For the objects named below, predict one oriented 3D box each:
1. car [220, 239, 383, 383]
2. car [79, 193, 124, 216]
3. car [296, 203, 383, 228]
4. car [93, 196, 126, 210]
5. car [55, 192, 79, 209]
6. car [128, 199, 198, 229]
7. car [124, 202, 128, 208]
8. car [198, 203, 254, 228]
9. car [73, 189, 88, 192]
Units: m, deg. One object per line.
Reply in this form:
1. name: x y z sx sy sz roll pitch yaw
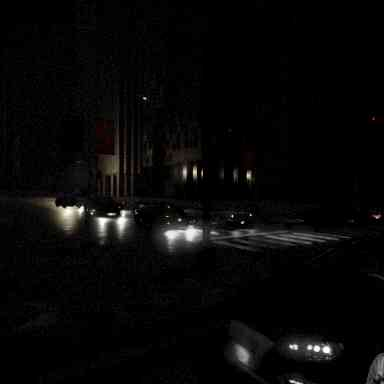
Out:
1. car: 2.707 1.490 4.754 4.902 1.511 2.128 0 0 -28
2. car: -7.679 1.114 28.190 1.882 1.535 5.008 0 1 -35
3. car: 9.348 1.418 21.224 2.033 1.411 5.357 0 0 -35
4. car: -8.913 1.164 35.625 1.895 1.301 4.718 0 1 -35
5. car: -13.753 1.051 36.862 2.033 1.411 5.357 0 1 -35
6. car: -1.821 1.331 19.830 1.994 1.385 4.181 0 1 -35
7. car: -3.690 1.279 28.160 1.895 1.301 4.718 0 1 -35
8. car: 1.586 1.397 20.660 1.895 1.301 4.718 0 1 -36
9. car: -22.173 0.391 66.181 2.150 2.045 5.566 0 1 -35
